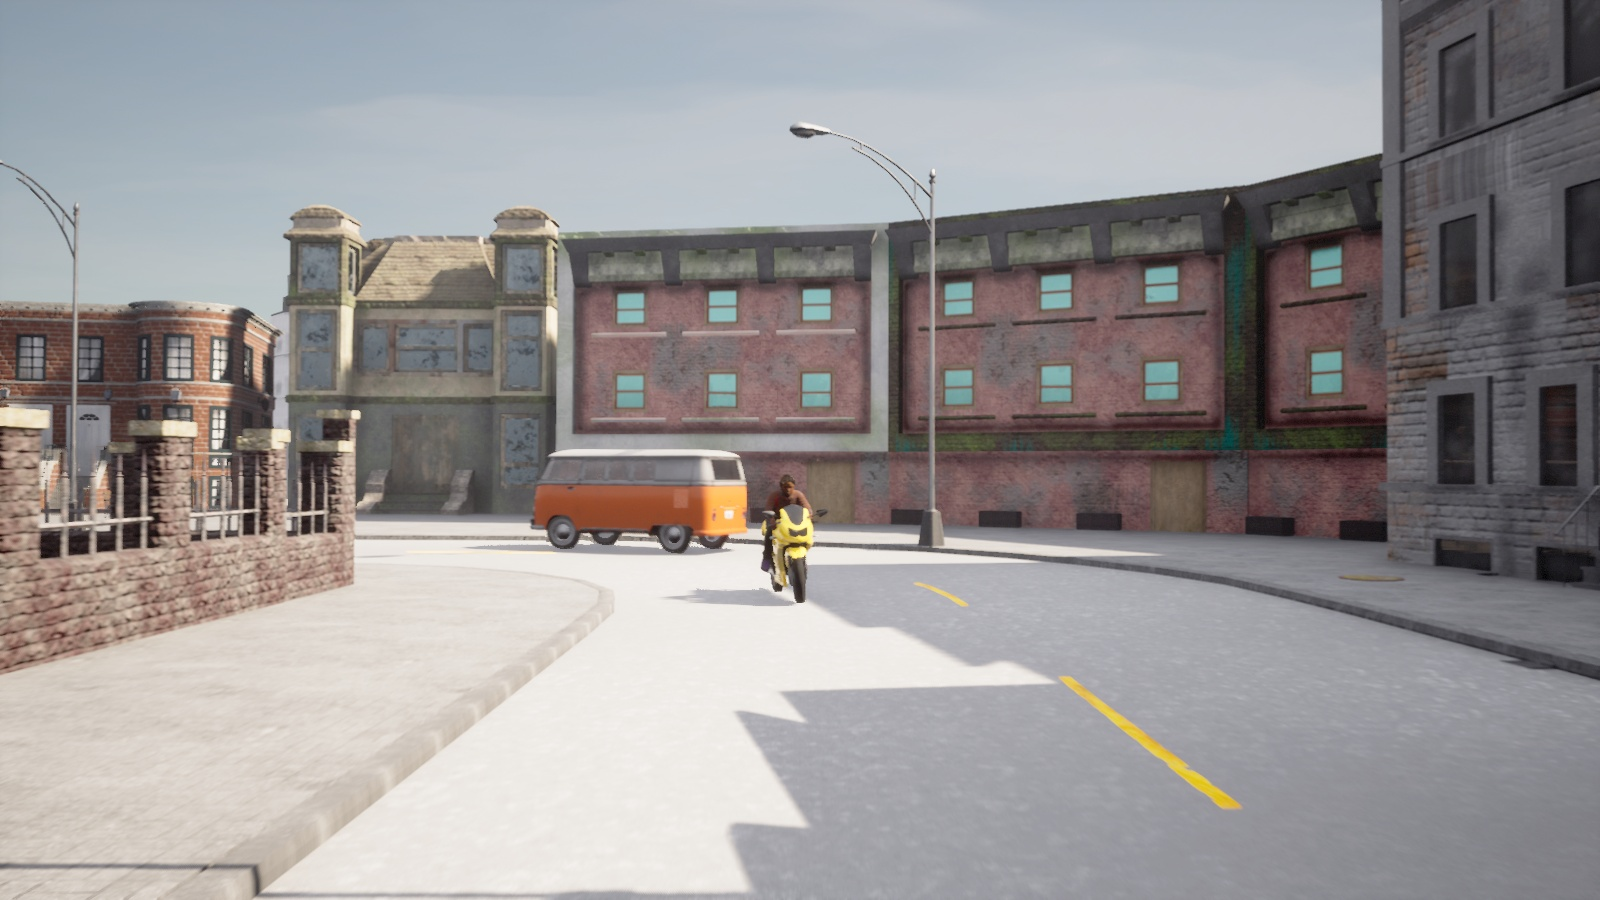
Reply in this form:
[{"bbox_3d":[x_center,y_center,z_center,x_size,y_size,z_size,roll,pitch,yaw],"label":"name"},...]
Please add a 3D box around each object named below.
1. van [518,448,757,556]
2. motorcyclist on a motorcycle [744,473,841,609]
[{"bbox_3d":[-3.244,0.999,24.938,4.442,1.987,1.775,-1,-1,25],"label":"van"},{"bbox_3d":[-0.125,1.056,15.410,0.797,1.523,2.044,-2,-1,-11],"label":"motorcyclist on a motorcycle"}]
